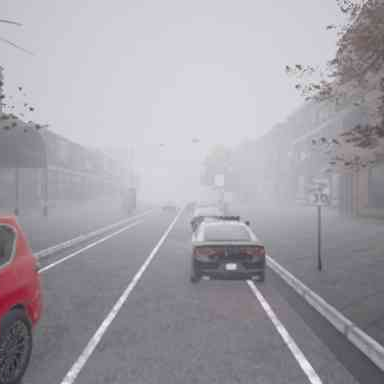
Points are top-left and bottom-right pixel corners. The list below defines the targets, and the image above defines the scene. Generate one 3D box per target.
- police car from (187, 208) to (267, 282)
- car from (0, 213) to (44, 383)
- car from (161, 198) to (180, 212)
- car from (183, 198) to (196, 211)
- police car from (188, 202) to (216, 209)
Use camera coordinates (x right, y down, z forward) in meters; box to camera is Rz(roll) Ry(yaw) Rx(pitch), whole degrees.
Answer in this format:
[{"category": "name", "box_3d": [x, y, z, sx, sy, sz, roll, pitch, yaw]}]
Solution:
[{"category": "police car", "box_3d": [0.898, 1.524, 10.176, 1.930, 1.638, 5.238, 0, -1, 0]}, {"category": "car", "box_3d": [-3.100, 1.245, 2.314, 2.150, 2.045, 5.566, 0, -1, 0]}, {"category": "car", "box_3d": [-3.097, 1.885, 45.662, 1.882, 1.535, 5.008, 0, 0, 0]}, {"category": "car", "box_3d": [-0.003, 1.921, 47.209, 1.837, 1.490, 4.892, 0, 0, 0]}, {"category": "police car", "box_3d": [0.896, 1.621, 20.176, 1.930, 1.638, 5.238, 0, -1, 0]}]
